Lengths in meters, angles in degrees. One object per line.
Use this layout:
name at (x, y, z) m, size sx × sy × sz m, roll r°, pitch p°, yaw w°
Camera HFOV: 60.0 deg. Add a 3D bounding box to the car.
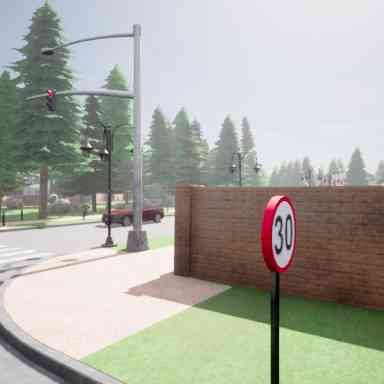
car at (-4.012, 1.464, 23.168) m, size 1.882 × 1.535 × 5.008 m, roll 0°, pitch 0°, yaw 35°
